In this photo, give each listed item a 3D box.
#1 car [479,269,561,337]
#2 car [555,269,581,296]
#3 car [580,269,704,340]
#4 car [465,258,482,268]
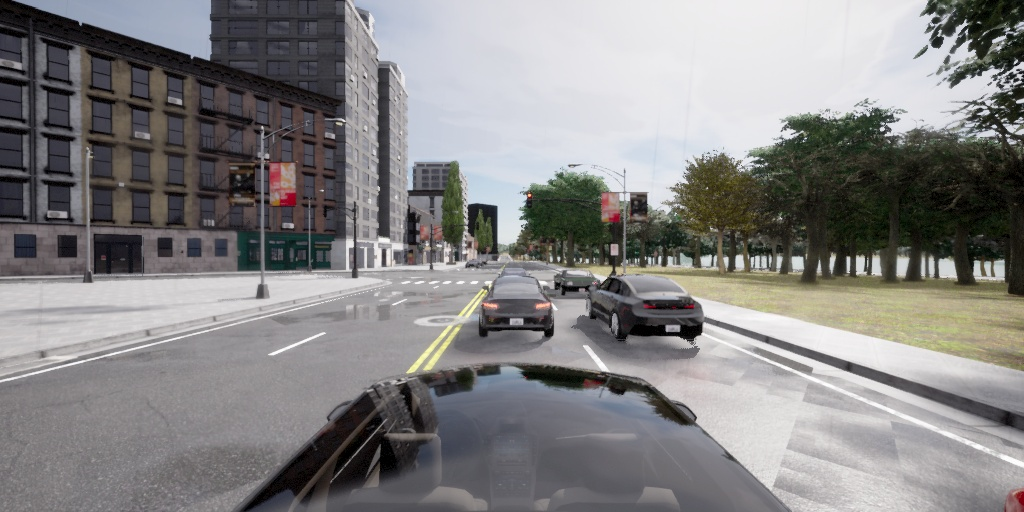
[{"bbox_3d":[0.114,1.274,10.163,1.812,1.442,4.674,0,0,0],"label":"car"},{"bbox_3d":[3.374,1.347,19.440,1.895,1.301,4.718,0,0,0],"label":"car"},{"bbox_3d":[3.360,1.254,9.899,1.837,1.490,4.892,0,0,0],"label":"car"},{"bbox_3d":[-6.502,1.297,59.173,1.994,1.385,4.181,0,0,0],"label":"car"}]
